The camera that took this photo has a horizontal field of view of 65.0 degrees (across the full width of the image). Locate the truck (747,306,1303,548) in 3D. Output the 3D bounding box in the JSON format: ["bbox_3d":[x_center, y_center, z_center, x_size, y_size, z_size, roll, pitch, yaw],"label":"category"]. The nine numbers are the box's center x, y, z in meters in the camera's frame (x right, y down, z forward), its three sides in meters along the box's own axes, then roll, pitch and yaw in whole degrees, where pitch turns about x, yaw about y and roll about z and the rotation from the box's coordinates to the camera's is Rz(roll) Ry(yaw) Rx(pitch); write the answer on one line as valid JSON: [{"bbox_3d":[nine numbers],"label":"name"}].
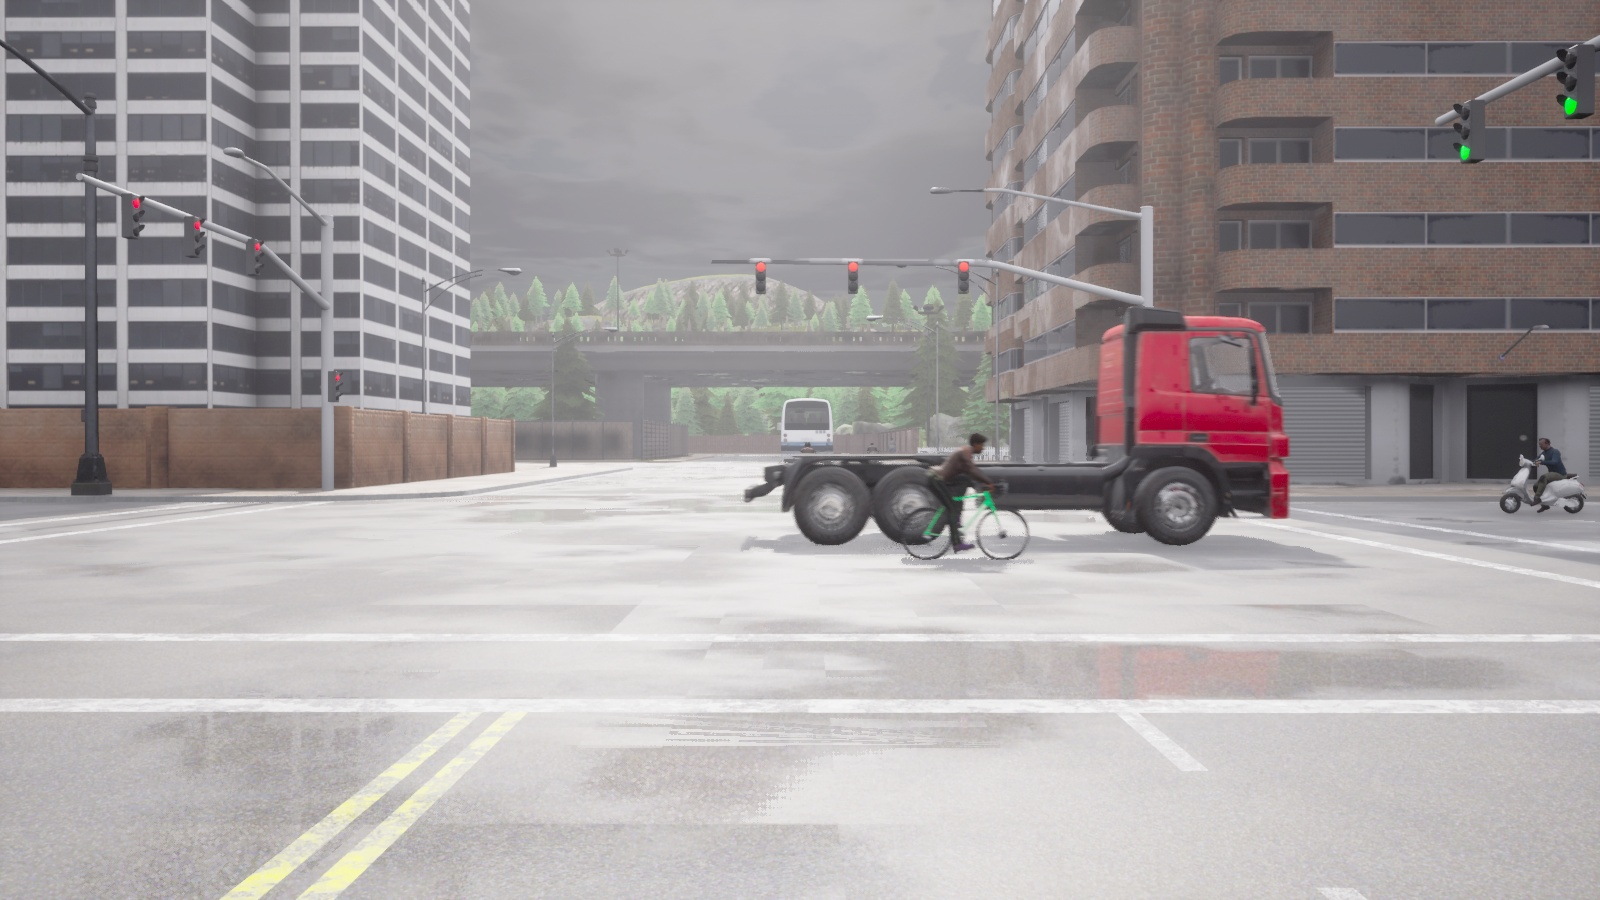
[{"bbox_3d":[3.223,-0.342,19.431,7.936,3.462,2.891,0,0,1],"label":"truck"}]

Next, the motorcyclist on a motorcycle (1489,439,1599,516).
[{"bbox_3d":[15.578,0.564,26.303,1.817,1.590,0.866,0,0,1],"label":"motorcyclist on a motorcycle"}]

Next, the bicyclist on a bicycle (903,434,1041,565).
[{"bbox_3d":[2.169,0.611,15.947,1.656,1.620,0.582,0,0,1],"label":"bicyclist on a bicycle"}]

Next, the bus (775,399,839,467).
[{"bbox_3d":[0.467,-1.127,83.537,3.944,4.253,10.273,0,0,0],"label":"bus"}]
